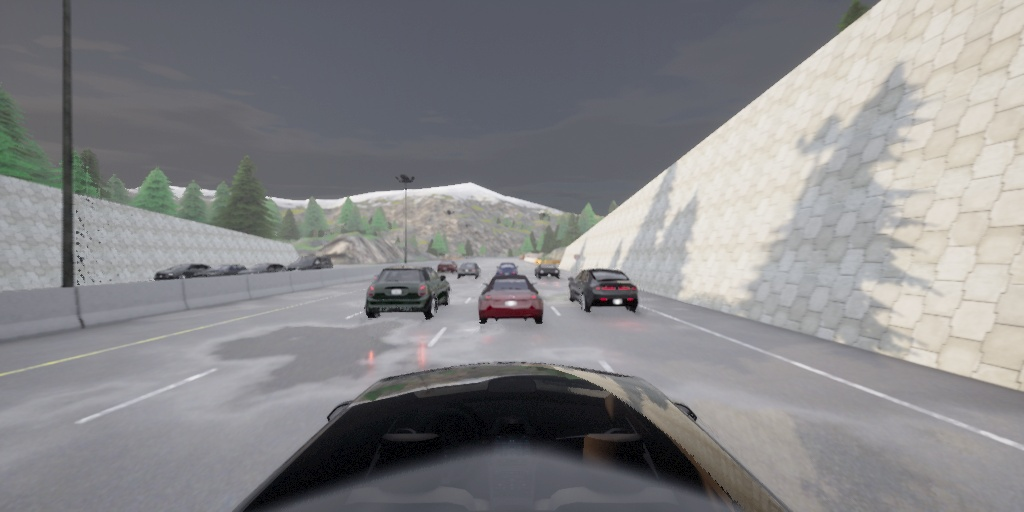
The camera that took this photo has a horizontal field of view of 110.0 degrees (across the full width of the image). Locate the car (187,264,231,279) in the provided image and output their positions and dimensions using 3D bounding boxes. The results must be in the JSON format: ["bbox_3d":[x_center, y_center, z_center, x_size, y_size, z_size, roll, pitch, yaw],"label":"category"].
[{"bbox_3d":[-25.008,1.456,31.566,2.033,1.411,5.357,0,0,-1],"label":"car"}]

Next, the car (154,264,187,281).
[{"bbox_3d":[-28.508,1.439,31.517,1.837,1.490,4.892,0,0,-1],"label":"car"}]

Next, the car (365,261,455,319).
[{"bbox_3d":[-3.581,1.126,13.130,2.097,1.767,4.553,0,0,-1],"label":"car"}]

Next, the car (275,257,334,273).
[{"bbox_3d":[-18.014,1.081,31.958,2.150,2.045,5.566,0,0,-1],"label":"car"}]

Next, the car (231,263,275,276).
[{"bbox_3d":[-21.507,1.395,31.265,1.837,1.490,4.892,0,0,-1],"label":"car"}]

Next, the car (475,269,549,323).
[{"bbox_3d":[-0.062,1.317,12.185,1.994,1.385,4.181,0,0,-1],"label":"car"}]

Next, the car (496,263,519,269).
[{"bbox_3d":[-0.387,1.285,30.830,1.812,1.442,4.674,0,0,-1],"label":"car"}]

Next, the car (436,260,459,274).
[{"bbox_3d":[-7.598,1.283,42.843,1.882,1.535,5.008,0,0,-1],"label":"car"}]

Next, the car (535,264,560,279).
[{"bbox_3d":[3.087,1.340,32.337,1.895,1.301,4.718,0,0,-1],"label":"car"}]

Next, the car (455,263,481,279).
[{"bbox_3d":[-3.930,1.329,33.382,2.033,1.411,5.357,0,0,-1],"label":"car"}]

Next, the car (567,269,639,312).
[{"bbox_3d":[3.404,1.237,14.120,1.837,1.490,4.892,0,0,-1],"label":"car"}]
